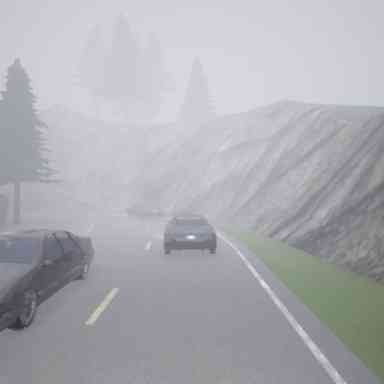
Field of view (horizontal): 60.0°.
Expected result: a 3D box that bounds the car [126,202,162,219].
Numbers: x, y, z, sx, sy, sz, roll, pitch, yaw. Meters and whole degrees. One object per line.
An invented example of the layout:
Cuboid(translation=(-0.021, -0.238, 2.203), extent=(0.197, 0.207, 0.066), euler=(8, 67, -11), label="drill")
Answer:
Cuboid(translation=(-4.225, 1.553, 29.374), extent=(1.994, 1.385, 4.181), euler=(0, 0, -33), label="car")

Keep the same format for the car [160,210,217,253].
Cuboid(translation=(-0.152, 1.559, 13.654), extent=(1.994, 1.385, 4.181), euler=(0, 0, -3), label="car")

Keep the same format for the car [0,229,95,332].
Cuboid(translation=(-3.612, 1.545, 7.151), extent=(2.033, 1.411, 5.357), euler=(0, 0, 0), label="car")
